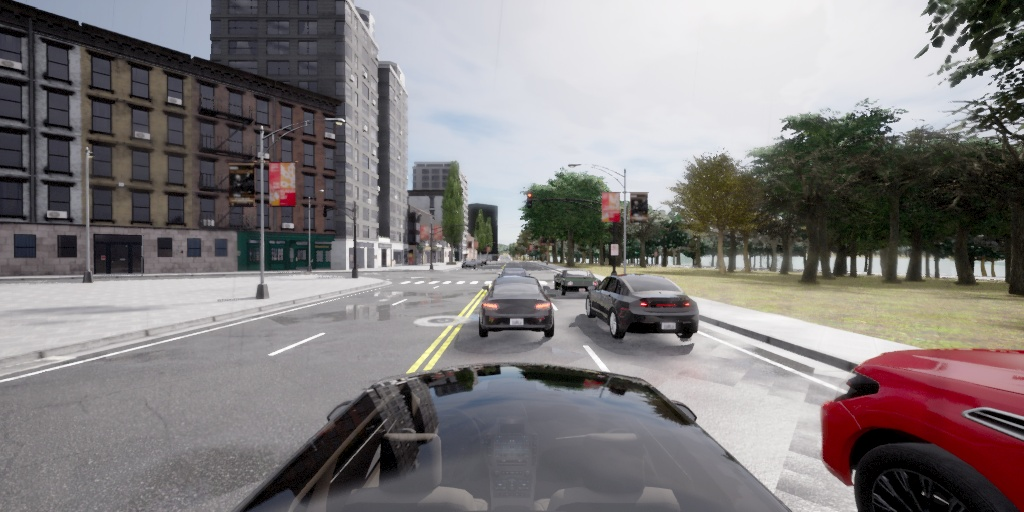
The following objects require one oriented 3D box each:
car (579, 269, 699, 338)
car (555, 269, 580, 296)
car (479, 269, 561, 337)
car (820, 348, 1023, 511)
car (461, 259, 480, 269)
[{"bbox_3d":[3.363,1.253,10.098,1.837,1.490,4.892,0,0,0],"label":"car"},{"bbox_3d":[3.379,1.347,19.411,1.895,1.301,4.718,0,0,0],"label":"car"},{"bbox_3d":[0.116,1.274,10.136,1.812,1.442,4.674,0,0,0],"label":"car"},{"bbox_3d":[3.348,0.972,0.235,2.150,2.045,5.566,0,0,0],"label":"car"},{"bbox_3d":[-6.506,1.299,54.444,1.994,1.385,4.181,0,0,0],"label":"car"}]
